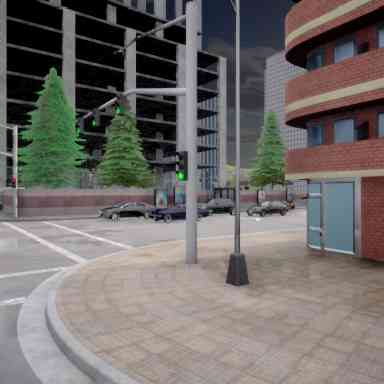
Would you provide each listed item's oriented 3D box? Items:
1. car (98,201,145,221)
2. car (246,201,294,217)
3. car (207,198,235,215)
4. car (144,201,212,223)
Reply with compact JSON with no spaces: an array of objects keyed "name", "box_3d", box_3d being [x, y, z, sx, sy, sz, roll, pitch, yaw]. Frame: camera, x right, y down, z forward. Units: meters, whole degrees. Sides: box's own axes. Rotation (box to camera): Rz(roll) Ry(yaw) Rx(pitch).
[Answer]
[{"name":"car","box_3d":[-5.288,1.547,27.587,4.902,1.511,2.128,0,0,-35]},{"name":"car","box_3d":[7.355,1.581,32.239,4.674,1.442,1.812,0,0,-35]},{"name":"car","box_3d":[2.198,1.407,32.882,4.553,1.767,2.097,0,0,-35]},{"name":"car","box_3d":[-1.025,1.656,26.315,4.718,1.301,1.895,0,0,-35]}]
